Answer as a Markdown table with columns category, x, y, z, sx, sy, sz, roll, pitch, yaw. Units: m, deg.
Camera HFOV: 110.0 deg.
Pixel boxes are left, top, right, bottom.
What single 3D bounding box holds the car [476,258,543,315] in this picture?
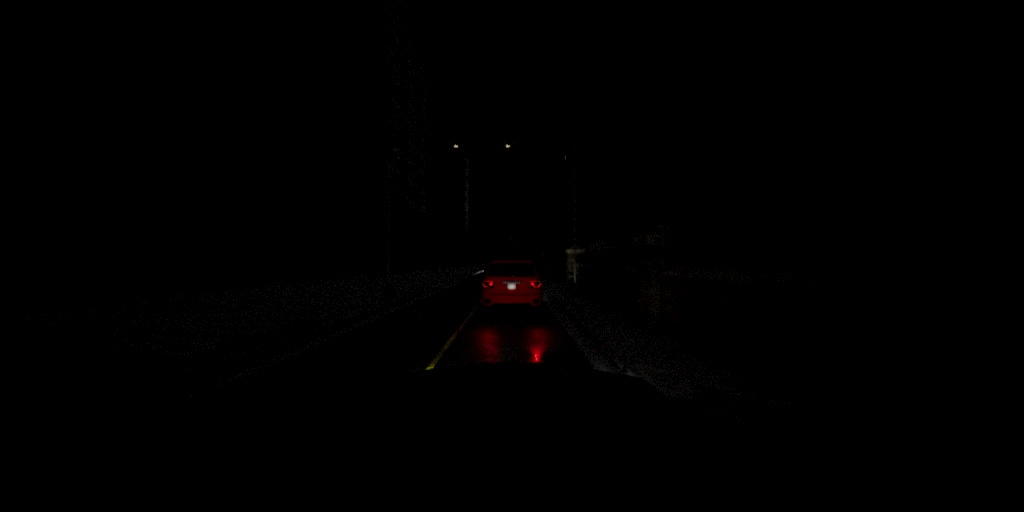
| category | x | y | z | sx | sy | sz | roll | pitch | yaw |
| --- | --- | --- | --- | --- | --- | --- | --- | --- | --- |
| car | 0.009 | 1.111 | 14.436 | 2.150 | 2.045 | 5.566 | 0 | 0 | 0 |
